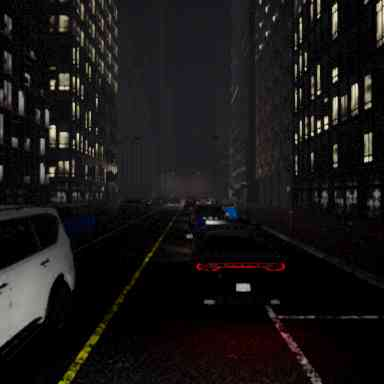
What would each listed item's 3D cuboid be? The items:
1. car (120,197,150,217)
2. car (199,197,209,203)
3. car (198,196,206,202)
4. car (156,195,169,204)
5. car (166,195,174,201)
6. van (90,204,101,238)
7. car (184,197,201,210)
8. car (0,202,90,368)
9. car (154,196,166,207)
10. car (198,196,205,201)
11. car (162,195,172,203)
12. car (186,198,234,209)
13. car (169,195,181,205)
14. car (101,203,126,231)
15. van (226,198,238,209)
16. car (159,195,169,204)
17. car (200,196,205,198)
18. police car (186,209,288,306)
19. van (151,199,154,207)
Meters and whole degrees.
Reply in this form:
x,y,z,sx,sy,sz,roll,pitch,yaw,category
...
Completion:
x,y,z,sx,sy,sz,roll,pitch,yaw,category
-5.755,1.407,32.305,2.192,1.841,5.009,0,0,0,car
2.537,1.715,72.113,1.947,1.339,4.313,0,0,0,car
2.512,1.736,83.483,1.802,1.307,4.206,0,0,0,car
-5.829,1.460,66.419,2.192,1.841,5.009,0,0,0,car
-5.880,1.595,89.164,1.967,1.590,4.097,0,0,0,car
-5.719,1.390,15.247,1.690,1.788,3.998,0,0,0,van
-0.088,1.679,44.796,1.994,1.385,4.181,0,0,0,car
-3.109,1.232,3.691,2.150,2.045,5.566,0,0,0,car
-5.807,1.713,55.048,1.802,1.307,4.206,0,0,0,car
2.500,1.699,89.169,1.887,1.381,4.507,0,0,0,car
-5.855,1.593,77.791,1.967,1.590,4.097,0,0,0,car
0.859,1.408,18.191,2.097,1.767,4.553,0,0,0,car
-3.139,1.667,63.050,1.812,1.442,4.674,0,0,0,car
-5.732,1.631,20.932,1.947,1.339,4.313,0,0,0,car
2.637,1.420,26.632,1.690,1.788,3.998,0,0,0,van
-5.819,1.683,60.733,1.887,1.381,4.507,0,0,0,car
2.549,1.670,66.597,1.752,1.417,4.829,0,0,0,car
0.882,1.453,8.331,1.930,1.638,5.238,0,0,0,police car
-5.768,1.444,37.991,1.690,1.788,3.998,0,0,0,van
